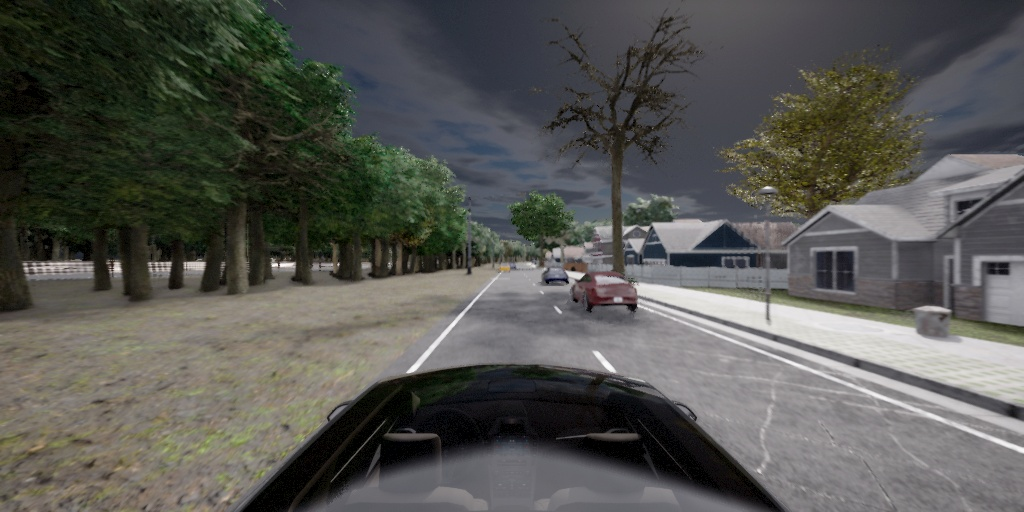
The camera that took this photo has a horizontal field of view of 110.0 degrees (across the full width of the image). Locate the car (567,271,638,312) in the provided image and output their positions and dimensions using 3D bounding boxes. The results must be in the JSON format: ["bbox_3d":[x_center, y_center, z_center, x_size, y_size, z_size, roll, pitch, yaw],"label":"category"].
[{"bbox_3d":[3.602,1.338,14.472,1.812,1.442,4.674,0,-1,0],"label":"car"}]

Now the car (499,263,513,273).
[{"bbox_3d":[-1.214,1.942,60.067,1.801,1.575,5.366,0,-1,0],"label":"car"}]

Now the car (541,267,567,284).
[{"bbox_3d":[3.606,1.590,30.450,1.994,1.385,4.181,0,-1,0],"label":"car"}]
